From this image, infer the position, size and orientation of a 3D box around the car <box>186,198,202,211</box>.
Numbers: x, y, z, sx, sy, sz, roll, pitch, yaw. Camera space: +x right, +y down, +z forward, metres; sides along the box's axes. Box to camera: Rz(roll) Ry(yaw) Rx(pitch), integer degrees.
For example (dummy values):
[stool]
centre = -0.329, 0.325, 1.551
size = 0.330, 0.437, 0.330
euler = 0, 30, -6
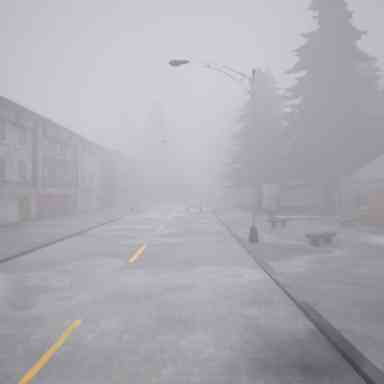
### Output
[car]
centre = 0.242, 1.529, 41.307
size = 1.812, 1.442, 4.674
euler = 0, 0, 0
